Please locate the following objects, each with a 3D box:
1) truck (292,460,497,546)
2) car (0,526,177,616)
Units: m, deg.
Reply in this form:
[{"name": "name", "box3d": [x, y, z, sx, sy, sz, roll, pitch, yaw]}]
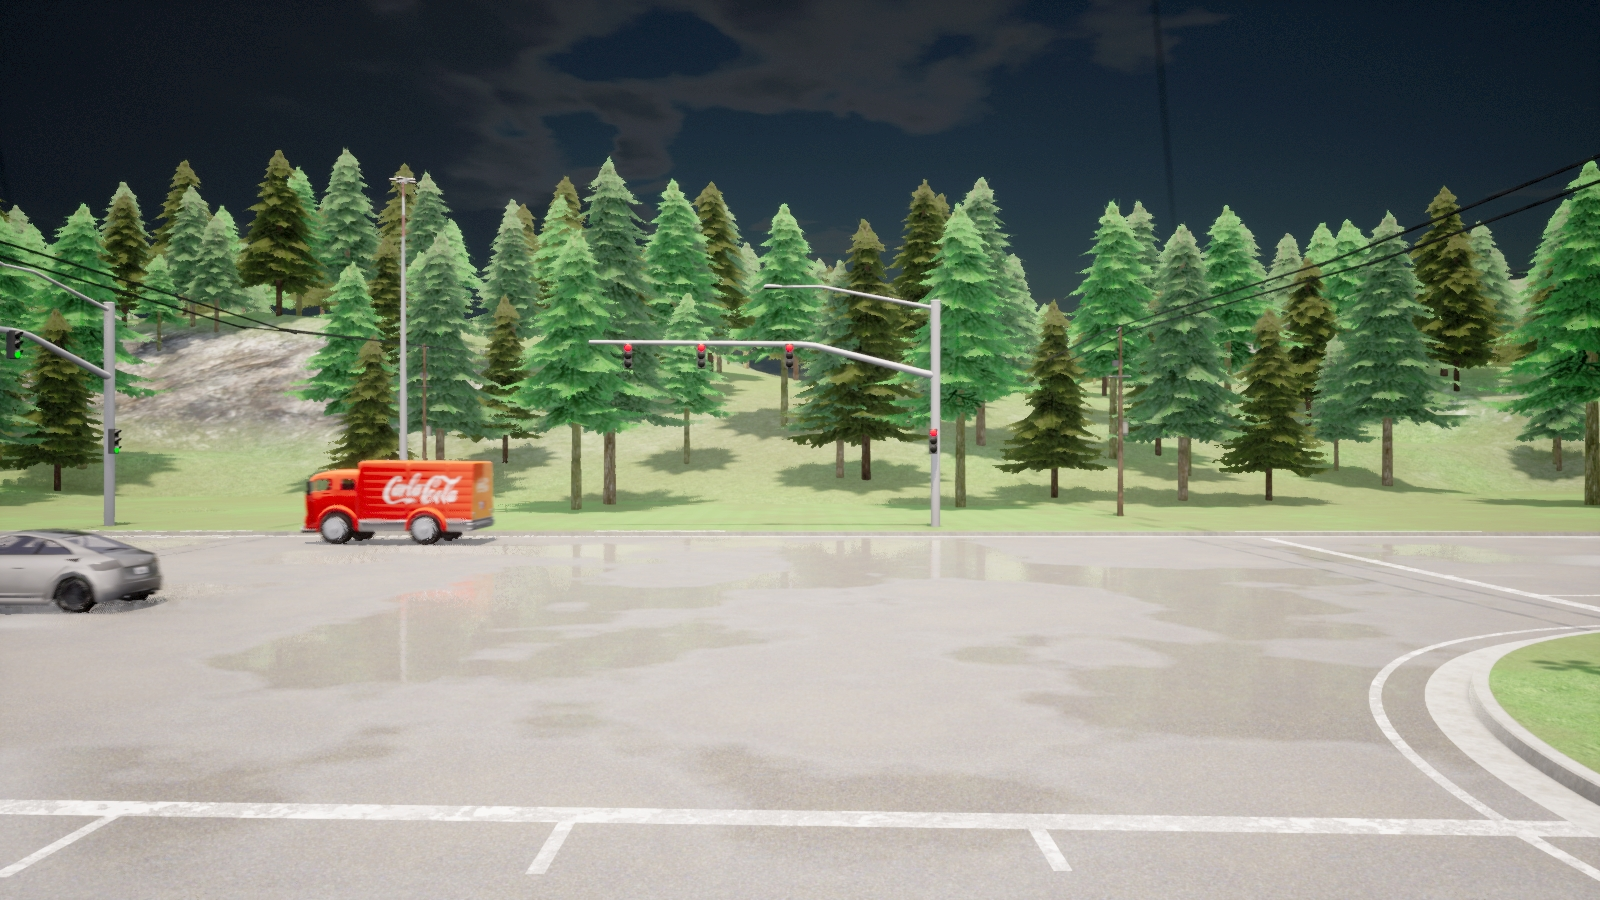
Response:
[{"name": "truck", "box3d": [-12.060, 1.546, 34.311, 5.204, 2.467, 2.627, 0, 0, 0]}, {"name": "car", "box3d": [-13.713, 2.105, 20.322, 4.181, 1.385, 1.994, 0, 0, 0]}]
